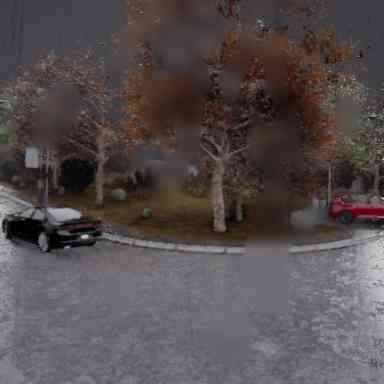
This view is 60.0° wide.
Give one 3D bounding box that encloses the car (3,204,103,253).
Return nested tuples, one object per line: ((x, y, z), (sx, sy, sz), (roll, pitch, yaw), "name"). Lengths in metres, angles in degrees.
((-5.469, 1.202, 12.756), (5.008, 1.535, 1.882), (5, 4, 40), "car")

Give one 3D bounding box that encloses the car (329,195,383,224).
((12.655, 1.230, 23.465), (5.566, 2.045, 2.435), (-1, -1, 31), "car")
